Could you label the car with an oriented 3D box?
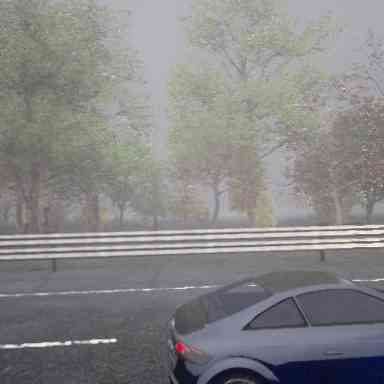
[{"bbox_3d":[1.755,1.726,4.214,4.181,1.385,1.994,-1,-3,-4],"label":"car"}]
